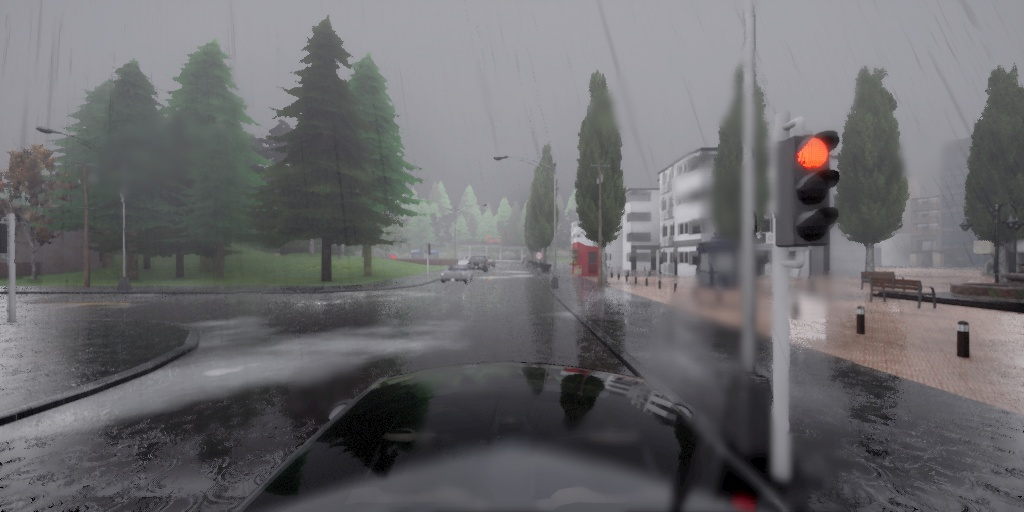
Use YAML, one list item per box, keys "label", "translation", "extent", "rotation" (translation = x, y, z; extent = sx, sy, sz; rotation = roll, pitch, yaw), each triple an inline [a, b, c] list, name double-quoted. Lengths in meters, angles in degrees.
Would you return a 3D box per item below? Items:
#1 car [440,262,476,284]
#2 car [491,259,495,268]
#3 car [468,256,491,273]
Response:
- label: "car"
  translation: [-4.086, 1.343, 26.999]
  extent: [1.895, 1.301, 4.718]
  rotation: [0, 0, 0]
- label: "car"
  translation: [-3.945, 1.208, 62.868]
  extent: [1.882, 1.535, 5.008]
  rotation: [0, 0, 0]
- label: "car"
  translation: [-4.070, 0.960, 43.454]
  extent: [2.150, 2.045, 5.566]
  rotation: [0, 0, 0]
